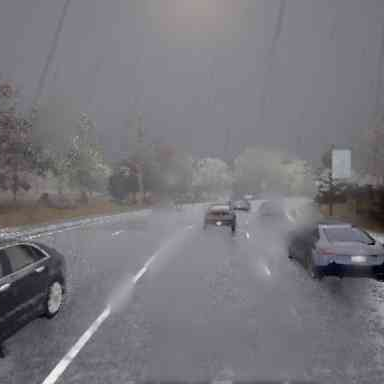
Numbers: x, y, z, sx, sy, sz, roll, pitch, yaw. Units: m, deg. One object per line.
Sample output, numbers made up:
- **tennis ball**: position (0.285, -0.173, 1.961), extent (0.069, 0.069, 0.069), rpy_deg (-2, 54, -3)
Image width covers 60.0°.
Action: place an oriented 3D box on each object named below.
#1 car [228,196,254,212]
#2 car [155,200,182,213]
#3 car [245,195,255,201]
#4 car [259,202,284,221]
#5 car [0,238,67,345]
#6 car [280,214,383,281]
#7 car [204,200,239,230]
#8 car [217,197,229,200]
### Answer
- **car**: position (5.786, 1.552, 38.892), extent (1.994, 1.385, 4.181), rpy_deg (0, 0, 15)
- **car**: position (-2.492, 1.518, 35.759), extent (1.994, 1.385, 4.181), rpy_deg (0, 0, 14)
- **car**: position (12.533, 1.373, 73.796), extent (1.812, 1.442, 4.674), rpy_deg (0, 0, 29)
- **car**: position (6.492, 1.549, 27.261), extent (2.033, 1.411, 5.357), rpy_deg (0, 0, 12)
- **car**: position (-3.400, 1.491, 4.584), extent (1.837, 1.490, 4.892), rpy_deg (0, 0, 3)
- **car**: position (4.125, 1.569, 9.948), extent (1.994, 1.385, 4.181), rpy_deg (0, 0, 4)
- **car**: position (1.864, 1.494, 20.942), extent (1.837, 1.490, 4.892), rpy_deg (0, 0, 9)
- **car**: position (4.422, 1.479, 46.894), extent (1.837, 1.490, 4.892), rpy_deg (0, -1, 19)
